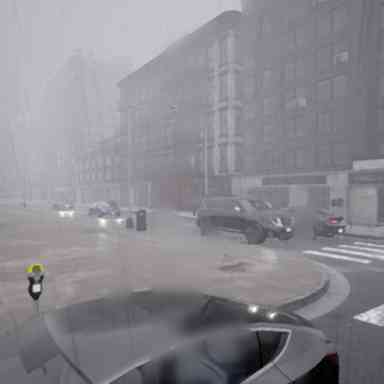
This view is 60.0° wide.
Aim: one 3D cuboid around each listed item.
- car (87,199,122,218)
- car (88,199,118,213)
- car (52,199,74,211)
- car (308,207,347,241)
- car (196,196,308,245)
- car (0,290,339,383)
[{"bbox_3d":[-8.272,1.599,31.085,1.812,1.442,4.674,0,0,-35],"label":"car"},{"bbox_3d":[-10.562,1.592,39.356,1.837,1.490,4.892,0,0,-36],"label":"car"},{"bbox_3d":[-16.733,1.608,43.015,2.128,1.511,4.902,0,0,-35],"label":"car"},{"bbox_3d":[5.354,1.515,17.117,1.837,1.490,4.892,0,0,-36],"label":"car"},{"bbox_3d":[2.433,1.246,16.118,2.150,2.045,5.566,0,0,-36],"label":"car"},{"bbox_3d":[-0.712,1.566,2.306,4.313,1.339,1.947,0,0,-36],"label":"car"}]
